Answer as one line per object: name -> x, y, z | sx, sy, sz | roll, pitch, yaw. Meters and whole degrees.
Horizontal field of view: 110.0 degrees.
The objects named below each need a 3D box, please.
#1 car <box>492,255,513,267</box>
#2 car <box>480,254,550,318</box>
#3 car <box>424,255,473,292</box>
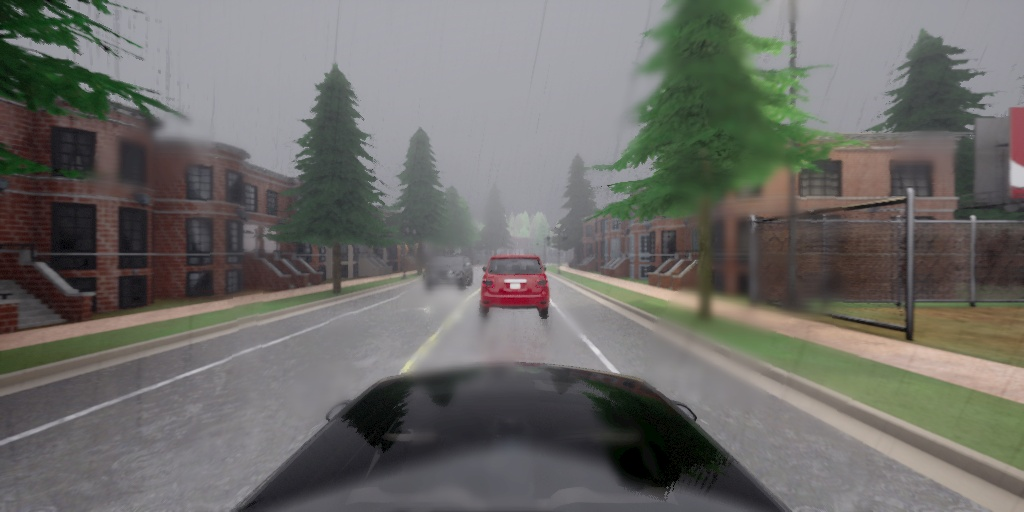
car -> -1.643, 0.887, 63.418 | 2.150, 2.045, 5.566 | 0, 0, 15
car -> 0.099, 0.956, 12.993 | 2.150, 2.045, 5.566 | 0, 0, 0
car -> -3.602, 0.945, 21.425 | 2.150, 2.045, 5.566 | 0, 0, 0
